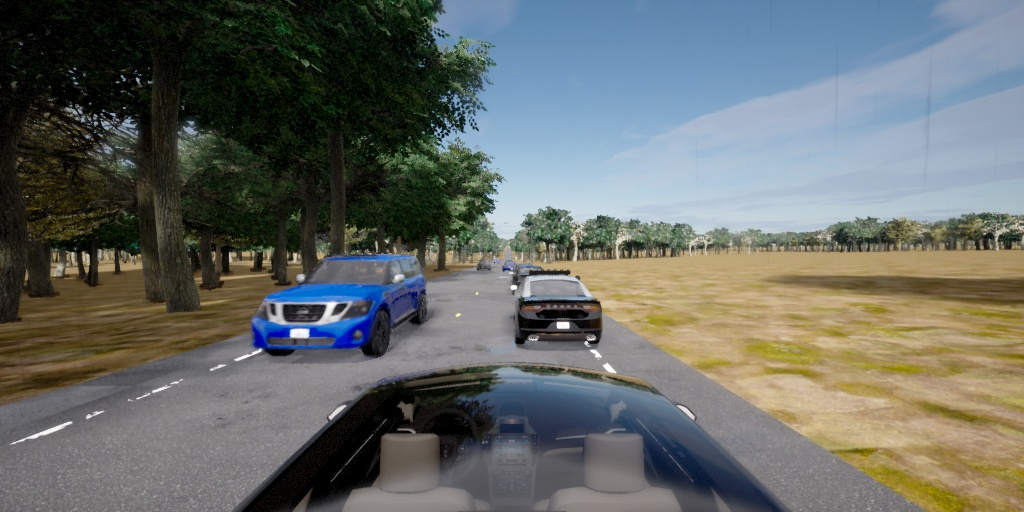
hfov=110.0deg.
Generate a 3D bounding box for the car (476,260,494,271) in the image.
[{"bbox_3d":[-3.920,1.297,50.588,1.837,1.490,4.892,0,0,0],"label":"car"}]

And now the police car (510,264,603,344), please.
[{"bbox_3d":[0.998,1.173,9.701,1.930,1.638,5.238,0,0,0],"label":"police car"}]

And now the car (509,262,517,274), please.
[{"bbox_3d":[0.932,1.256,19.593,1.837,1.490,4.892,0,0,0],"label":"car"}]

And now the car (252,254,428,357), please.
[{"bbox_3d":[-3.646,0.970,8.887,2.150,2.045,5.566,0,0,0],"label":"car"}]

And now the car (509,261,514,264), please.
[{"bbox_3d":[0.893,1.279,25.596,1.812,1.442,4.674,0,0,0],"label":"car"}]

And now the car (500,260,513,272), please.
[{"bbox_3d":[-0.273,1.347,47.289,1.994,1.385,4.181,0,0,0],"label":"car"}]
